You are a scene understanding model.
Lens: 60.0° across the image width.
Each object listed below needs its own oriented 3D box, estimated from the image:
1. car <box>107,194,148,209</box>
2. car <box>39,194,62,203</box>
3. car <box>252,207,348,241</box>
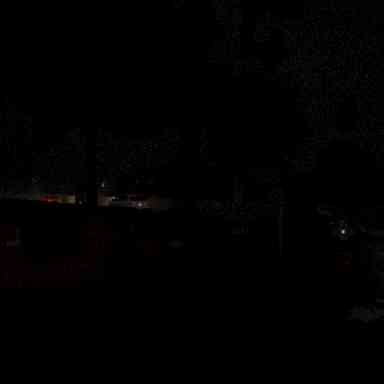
[{"bbox_3d":[-6.507,1.251,33.043,2.150,2.045,5.566,0,0,-38],"label":"car"},{"bbox_3d":[-19.737,1.247,46.182,2.150,2.045,5.566,0,0,-36],"label":"car"},{"bbox_3d":[5.256,1.520,16.831,1.837,1.490,4.892,-1,1,-41],"label":"car"}]
